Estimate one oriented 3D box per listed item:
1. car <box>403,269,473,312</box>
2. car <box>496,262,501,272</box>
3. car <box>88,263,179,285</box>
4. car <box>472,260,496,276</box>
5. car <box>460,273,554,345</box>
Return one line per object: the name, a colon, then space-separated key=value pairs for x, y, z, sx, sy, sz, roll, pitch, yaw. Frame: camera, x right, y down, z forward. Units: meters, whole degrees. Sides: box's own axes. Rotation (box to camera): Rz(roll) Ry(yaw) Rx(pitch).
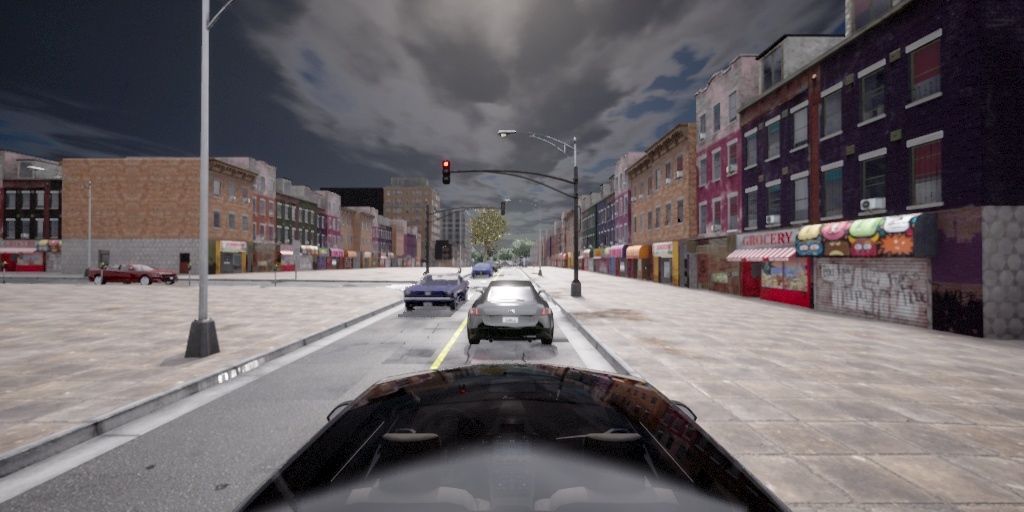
car: x=-2.908 y=1.372 z=14.578 sx=1.895 sy=1.301 sz=4.718 roll=0 pitch=0 yaw=0
car: x=-3.099 y=1.392 z=50.917 sx=2.097 sy=1.767 sz=4.553 roll=0 pitch=0 yaw=0
car: x=-23.344 y=1.109 z=22.198 sx=4.507 sy=1.381 sz=1.888 roll=0 pitch=0 yaw=0
car: x=-3.031 y=1.400 z=37.395 sx=1.882 sy=1.535 sz=5.008 roll=0 pitch=0 yaw=0
car: x=-0.033 y=1.322 z=9.570 sx=1.994 sy=1.385 sz=4.181 roll=0 pitch=0 yaw=0
